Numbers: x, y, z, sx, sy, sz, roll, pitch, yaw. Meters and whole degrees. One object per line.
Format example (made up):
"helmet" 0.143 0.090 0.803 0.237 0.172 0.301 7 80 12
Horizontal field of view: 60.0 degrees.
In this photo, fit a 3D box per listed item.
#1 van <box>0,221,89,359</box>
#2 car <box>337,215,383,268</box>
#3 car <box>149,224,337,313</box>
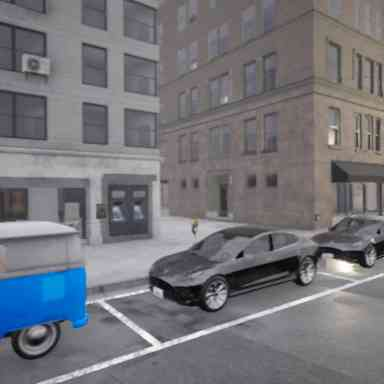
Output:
"van" -3.417 1.345 4.326 3.998 1.788 1.690 -1 1 -36
"car" 5.676 1.445 10.820 4.313 1.339 1.947 -1 1 -36
"car" 1.130 1.508 7.574 4.313 1.339 1.947 -1 1 -36
